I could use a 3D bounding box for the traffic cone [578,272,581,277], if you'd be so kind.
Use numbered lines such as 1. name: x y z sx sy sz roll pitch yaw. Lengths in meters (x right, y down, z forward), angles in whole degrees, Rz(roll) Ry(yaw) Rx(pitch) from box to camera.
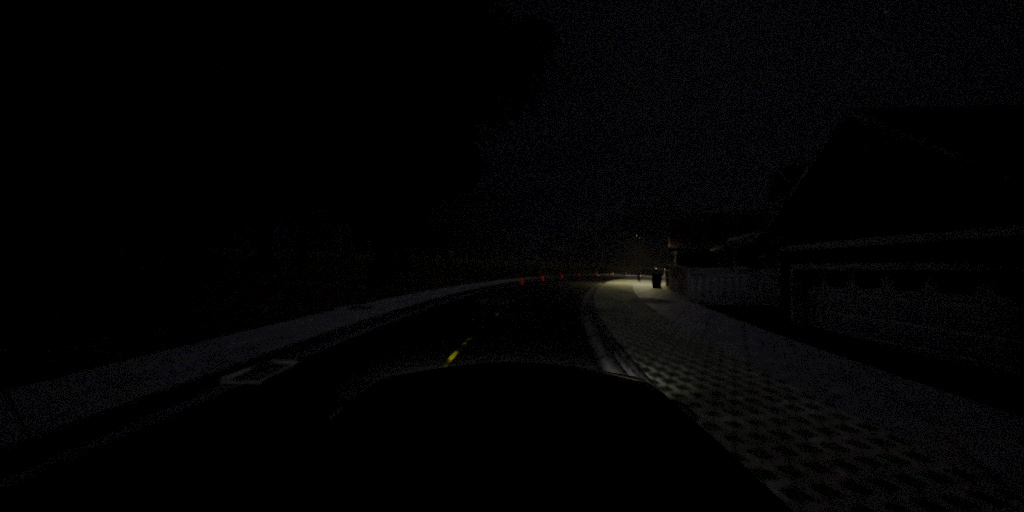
1. traffic cone: 7.648 2.095 40.668 0.340 0.580 0.340 0 0 33

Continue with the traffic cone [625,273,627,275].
1. traffic cone: 16.805 2.492 52.851 0.340 0.580 0.340 0 0 38

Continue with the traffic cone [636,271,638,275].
1. traffic cone: 19.906 2.642 56.769 0.340 0.580 0.340 0 0 38

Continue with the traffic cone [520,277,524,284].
1. traffic cone: 0.736 1.822 26.803 0.340 0.580 0.340 0 0 21

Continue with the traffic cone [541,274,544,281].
1. traffic cone: 2.713 1.898 31.583 0.340 0.580 0.340 0 0 25

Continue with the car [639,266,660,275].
1. car: 21.159 2.248 55.103 1.895 1.301 4.718 -1 -2 38

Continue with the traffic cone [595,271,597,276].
1. traffic cone: 10.581 2.216 44.928 0.340 0.580 0.340 0 0 37

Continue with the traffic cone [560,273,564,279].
1. traffic cone: 5.021 1.989 36.213 0.340 0.580 0.340 0 0 29
